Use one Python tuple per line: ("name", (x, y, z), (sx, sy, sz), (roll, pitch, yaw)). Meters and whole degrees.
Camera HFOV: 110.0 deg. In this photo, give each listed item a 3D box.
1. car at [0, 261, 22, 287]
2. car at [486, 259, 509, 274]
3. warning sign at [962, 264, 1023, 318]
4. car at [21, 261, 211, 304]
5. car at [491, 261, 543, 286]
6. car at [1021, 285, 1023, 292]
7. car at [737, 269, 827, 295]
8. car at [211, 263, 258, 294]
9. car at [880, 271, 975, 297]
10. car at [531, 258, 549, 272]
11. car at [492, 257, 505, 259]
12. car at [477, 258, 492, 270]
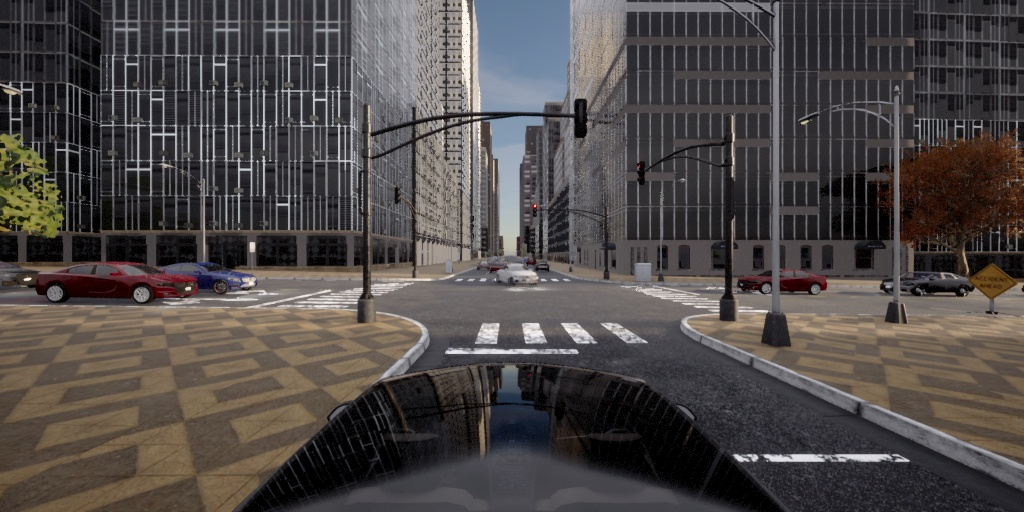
("car", (-24.903, 0.882, 16.875), (4.181, 1.385, 1.994), (1, 0, -3))
("car", (-1.583, 1.366, 40.765), (1.895, 1.301, 4.718), (0, 0, 0))
("warning sign", (17.257, 1.204, 12.900), (1.060, 1.860, 1.300), (0, 0, -3))
("car", (-15.288, 0.973, 14.080), (5.008, 1.535, 1.882), (1, 0, -2))
("car", (0.240, 1.298, 25.515), (1.812, 1.442, 4.674), (0, 0, -20))
("car", (36.279, 1.932, 23.269), (4.892, 1.490, 1.837), (1, 0, -3))
("car", (16.718, 1.554, 22.334), (5.008, 1.535, 1.882), (1, 0, -3))
("car", (-14.977, 1.026, 17.352), (4.674, 1.442, 1.812), (1, 0, -1))
("car", (26.288, 1.739, 22.796), (4.902, 1.511, 2.128), (1, 0, -3))
("car", (3.844, 1.329, 46.676), (1.948, 1.339, 4.313), (0, 0, 0))
("car", (-1.658, 1.111, 54.921), (2.097, 1.767, 4.553), (0, 0, 0))
("car", (-4.119, 1.342, 52.154), (1.802, 1.307, 4.207), (0, 0, 0))
